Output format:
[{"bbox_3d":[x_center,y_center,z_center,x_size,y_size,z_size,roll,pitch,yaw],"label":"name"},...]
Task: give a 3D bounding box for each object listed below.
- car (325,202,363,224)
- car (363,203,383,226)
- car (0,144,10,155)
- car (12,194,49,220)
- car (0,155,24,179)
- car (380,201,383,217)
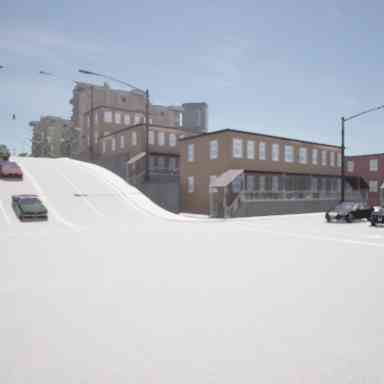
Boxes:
[{"bbox_3d":[12.215,1.540,25.594,4.902,1.511,2.128,0,0,-35],"label":"car"},{"bbox_3d":[14.095,1.528,22.636,5.008,1.535,1.882,0,0,-33],"label":"car"},{"bbox_3d":[-24.322,-5.001,41.808,2.150,2.045,5.566,0,8,-35],"label":"car"},{"bbox_3d":[-12.509,0.997,25.650,1.895,1.301,4.718,0,15,-36],"label":"car"},{"bbox_3d":[-18.186,-2.321,33.311,1.994,1.385,4.181,0,17,-37],"label":"car"},{"bbox_3d":[19.840,1.562,31.032,4.902,1.511,2.128,0,0,-35],"label":"car"}]
